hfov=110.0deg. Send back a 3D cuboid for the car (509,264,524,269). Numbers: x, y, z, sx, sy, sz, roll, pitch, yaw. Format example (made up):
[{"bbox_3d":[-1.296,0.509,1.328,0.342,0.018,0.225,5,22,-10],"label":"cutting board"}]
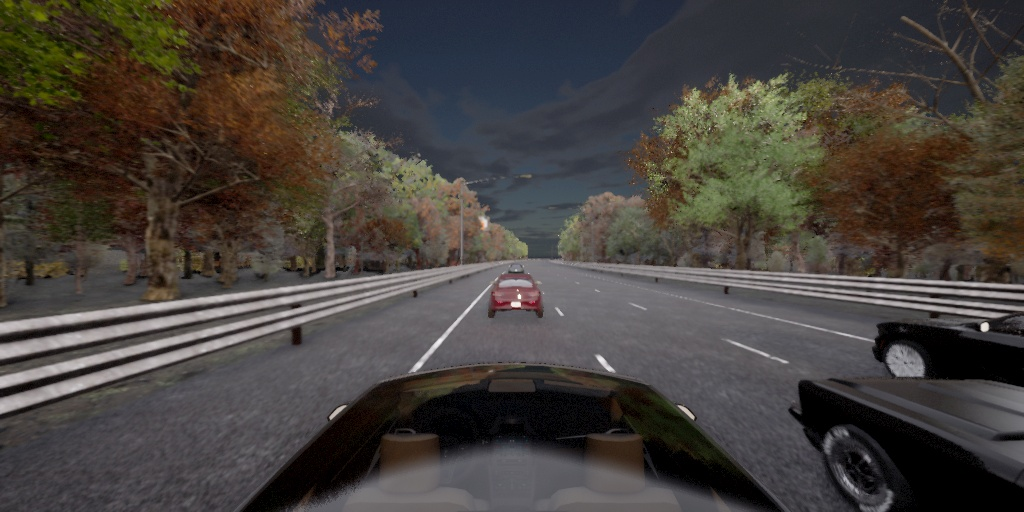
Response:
[{"bbox_3d":[0.526,1.677,44.024,1.994,1.385,4.181,0,0,1],"label":"car"}]

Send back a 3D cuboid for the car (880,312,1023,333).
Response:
[{"bbox_3d":[7.105,1.251,4.036,1.882,1.535,5.008,0,0,0],"label":"car"}]

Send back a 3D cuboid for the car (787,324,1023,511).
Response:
[{"bbox_3d":[3.601,1.349,1.299,1.895,1.301,4.718,0,0,0],"label":"car"}]

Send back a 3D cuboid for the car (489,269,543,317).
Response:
[{"bbox_3d":[0.137,1.378,13.626,1.812,1.442,4.674,0,0,0],"label":"car"}]
